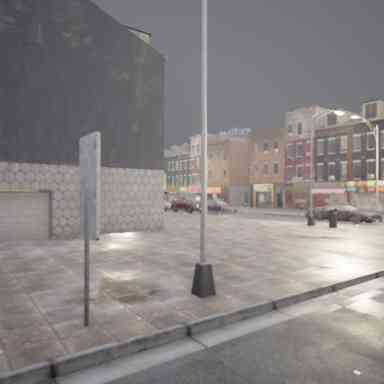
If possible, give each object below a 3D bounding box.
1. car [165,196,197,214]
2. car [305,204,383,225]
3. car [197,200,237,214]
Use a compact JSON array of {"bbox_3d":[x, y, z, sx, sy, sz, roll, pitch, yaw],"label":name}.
[{"bbox_3d":[-0.477,1.424,37.201,2.192,1.841,5.009,0,0,-36],"label":"car"},{"bbox_3d":[11.261,1.609,25.100,2.033,1.411,5.357,0,0,-35],"label":"car"},{"bbox_3d":[2.935,1.637,36.796,1.812,1.442,4.674,0,0,-35],"label":"car"}]
